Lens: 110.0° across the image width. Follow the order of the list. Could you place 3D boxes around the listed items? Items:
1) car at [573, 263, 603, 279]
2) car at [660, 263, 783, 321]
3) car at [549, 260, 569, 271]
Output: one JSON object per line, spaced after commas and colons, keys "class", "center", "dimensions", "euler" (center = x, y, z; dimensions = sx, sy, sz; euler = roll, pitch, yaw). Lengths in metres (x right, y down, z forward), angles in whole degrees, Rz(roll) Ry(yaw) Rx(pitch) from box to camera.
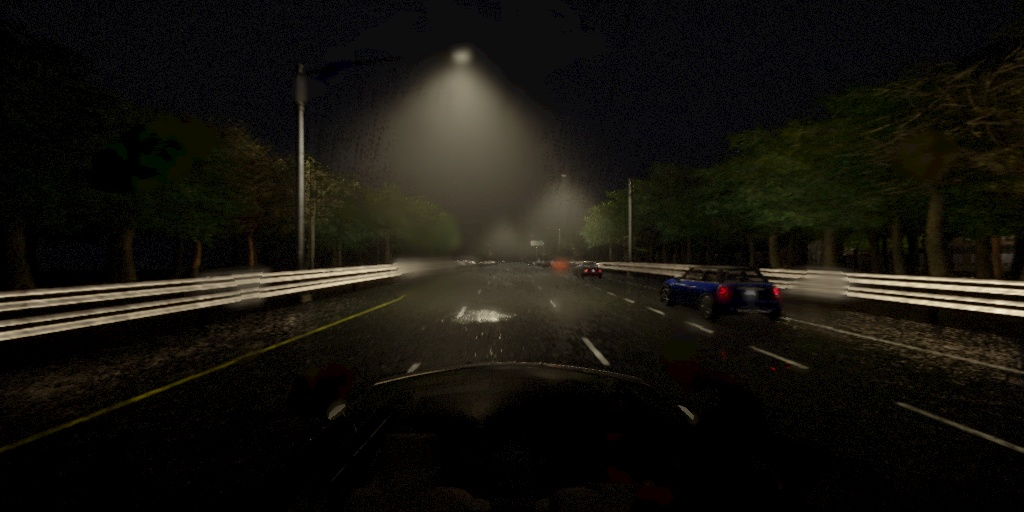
{"class": "car", "center": [7.044, 1.356, 33.592], "dimensions": [2.033, 1.411, 5.357], "euler": [0, 0, 0]}
{"class": "car", "center": [7.004, 1.106, 12.603], "dimensions": [2.097, 1.767, 4.553], "euler": [0, 0, 0]}
{"class": "car", "center": [7.125, 1.312, 52.897], "dimensions": [2.097, 1.767, 4.553], "euler": [0, -1, 0]}
